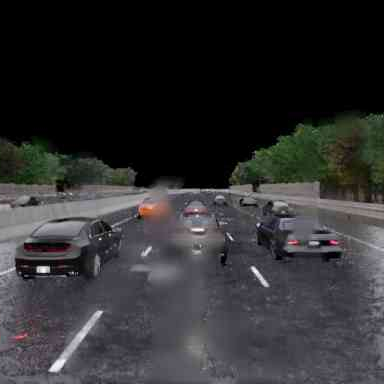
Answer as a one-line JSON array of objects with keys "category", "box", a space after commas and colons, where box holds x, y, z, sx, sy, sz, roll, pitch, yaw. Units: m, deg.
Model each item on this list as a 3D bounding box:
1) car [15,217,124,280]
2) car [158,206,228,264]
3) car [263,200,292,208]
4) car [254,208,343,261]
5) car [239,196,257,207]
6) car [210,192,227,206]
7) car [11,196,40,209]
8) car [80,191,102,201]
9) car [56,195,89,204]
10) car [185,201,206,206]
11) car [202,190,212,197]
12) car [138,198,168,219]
[{"category": "car", "box": [-3.339, 1.496, 9.928, 1.837, 1.490, 4.892, 0, 0, 0]}, {"category": "car", "box": [0.176, 1.477, 11.720, 2.128, 1.511, 4.902, 0, 0, 0]}, {"category": "car", "box": [7.136, 1.414, 27.950, 1.812, 1.442, 4.674, 0, 1, 2]}, {"category": "car", "box": [3.578, 1.533, 12.194, 2.033, 1.411, 5.357, 0, 0, 1]}, {"category": "car", "box": [7.473, 1.256, 44.495, 1.994, 1.385, 4.181, 0, 1, 1]}, {"category": "car", "box": [3.945, 1.168, 48.148, 1.812, 1.442, 4.674, 0, 1, 1]}, {"category": "car", "box": [-20.705, 1.259, 41.669, 1.812, 1.442, 4.674, 0, 1, 1]}, {"category": "car", "box": [-16.996, 1.057, 57.380, 2.033, 1.411, 5.357, 0, 1, 1]}, {"category": "car", "box": [-13.753, 1.381, 37.902, 1.895, 1.301, 4.718, 0, 1, 1]}, {"category": "car", "box": [0.351, 1.437, 29.438, 1.994, 1.385, 4.181, 0, 1, 1]}, {"category": "car", "box": [4.340, 0.496, 86.391, 1.837, 1.490, 4.892, 0, 1, 1]}, {"category": "car", "box": [-3.165, 1.240, 27.934, 2.097, 1.767, 4.553, 0, 1, 1]}]
